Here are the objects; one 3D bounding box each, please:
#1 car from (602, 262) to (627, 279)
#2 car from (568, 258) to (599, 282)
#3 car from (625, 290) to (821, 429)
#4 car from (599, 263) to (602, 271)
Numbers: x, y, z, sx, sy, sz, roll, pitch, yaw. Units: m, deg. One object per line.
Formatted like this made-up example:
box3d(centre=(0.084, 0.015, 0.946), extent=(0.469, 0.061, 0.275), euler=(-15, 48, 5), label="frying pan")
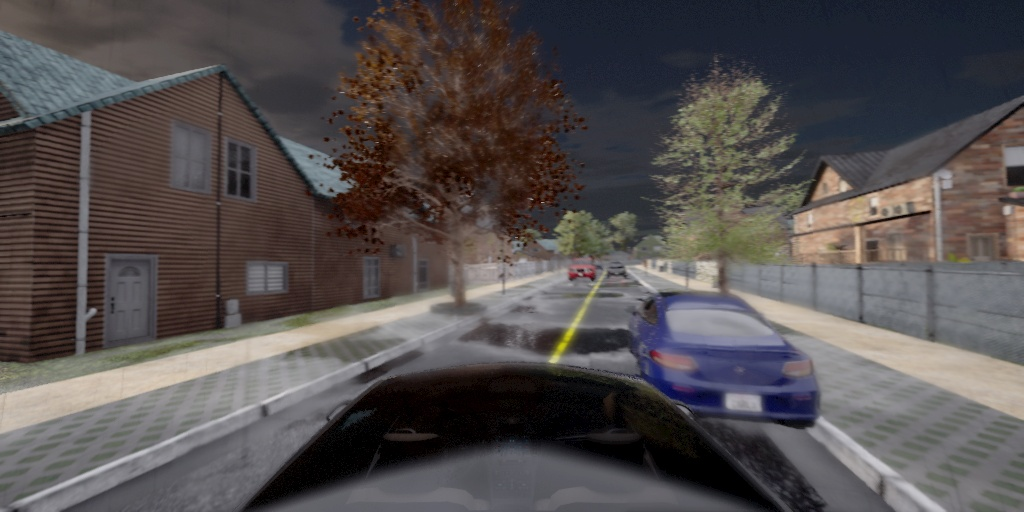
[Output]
box3d(centre=(10.386, 1.434, 35.643), extent=(2.128, 1.511, 4.902), euler=(-1, -1, 16), label="car")
box3d(centre=(6.424, 1.194, 32.407), extent=(2.150, 2.045, 5.566), euler=(-1, -1, 16), label="car")
box3d(centre=(2.869, 1.271, 5.707), extent=(1.812, 1.442, 4.674), euler=(-1, -1, 16), label="car")
box3d(centre=(14.180, 1.754, 59.549), extent=(1.895, 1.301, 4.718), euler=(-1, -1, 16), label="car")
